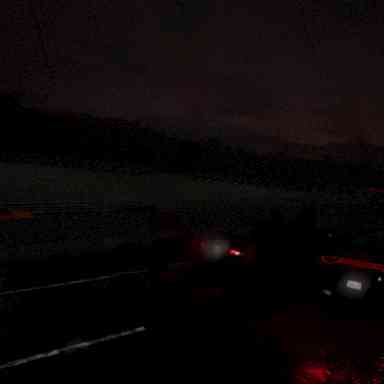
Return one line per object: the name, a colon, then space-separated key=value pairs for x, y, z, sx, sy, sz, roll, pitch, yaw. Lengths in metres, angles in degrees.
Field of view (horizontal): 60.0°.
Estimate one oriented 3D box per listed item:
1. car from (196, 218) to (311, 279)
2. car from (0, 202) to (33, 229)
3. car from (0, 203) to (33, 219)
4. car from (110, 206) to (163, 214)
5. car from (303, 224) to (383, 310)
car: x=2.697 y=1.509 z=9.969 sx=5.357 sy=1.411 sz=2.033 roll=0 pitch=0 yaw=-36
car: x=-12.804 y=1.469 z=20.655 sx=5.008 sy=1.535 sz=1.882 roll=0 pitch=0 yaw=-36
car: x=-11.102 y=1.471 z=17.570 sx=5.008 sy=1.535 sz=1.882 roll=0 pitch=0 yaw=-36
car: x=-3.283 y=1.507 z=18.850 sx=5.357 sy=1.411 sz=2.033 roll=0 pitch=0 yaw=-35
car: x=4.805 y=1.439 z=7.175 sx=5.008 sy=1.535 sz=1.882 roll=0 pitch=0 yaw=-36
